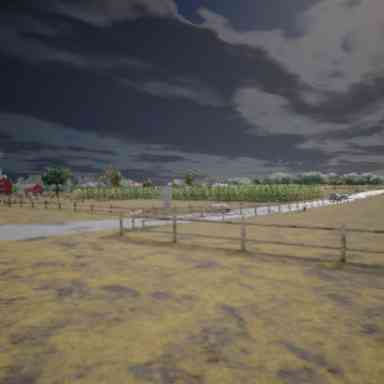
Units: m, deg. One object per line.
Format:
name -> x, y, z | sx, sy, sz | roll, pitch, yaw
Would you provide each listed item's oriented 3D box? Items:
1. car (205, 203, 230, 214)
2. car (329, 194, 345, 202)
car -> 3.620, 2.283, 45.922 | 1.812, 1.442, 4.674 | -1, -1, 36
car -> 37.209, 1.421, 86.434 | 2.150, 2.045, 5.566 | -1, 0, 36
